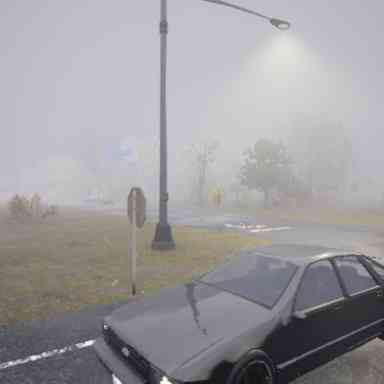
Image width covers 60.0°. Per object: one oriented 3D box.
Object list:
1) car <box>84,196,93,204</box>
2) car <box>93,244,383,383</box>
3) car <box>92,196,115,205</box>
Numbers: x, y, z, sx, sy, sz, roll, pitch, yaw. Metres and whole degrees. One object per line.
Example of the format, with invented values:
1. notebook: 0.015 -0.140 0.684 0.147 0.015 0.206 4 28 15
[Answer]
1. car: -17.958 1.367 59.659 1.812 1.442 4.674 0 0 -34
2. car: 1.432 1.538 4.894 5.357 1.411 2.033 0 0 -35
3. car: -14.140 1.455 53.971 1.895 1.301 4.718 0 0 -33
